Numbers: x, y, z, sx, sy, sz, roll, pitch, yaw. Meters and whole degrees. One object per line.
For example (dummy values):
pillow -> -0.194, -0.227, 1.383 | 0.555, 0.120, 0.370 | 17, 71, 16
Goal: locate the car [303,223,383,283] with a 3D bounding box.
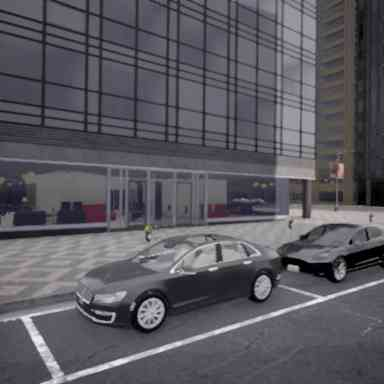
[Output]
car -> 4.415, 1.618, 9.899 | 4.313, 1.339, 1.947 | 0, 0, -35

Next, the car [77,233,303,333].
car -> -0.030, 1.571, 6.731 | 4.403, 1.369, 2.008 | 0, 0, -35
